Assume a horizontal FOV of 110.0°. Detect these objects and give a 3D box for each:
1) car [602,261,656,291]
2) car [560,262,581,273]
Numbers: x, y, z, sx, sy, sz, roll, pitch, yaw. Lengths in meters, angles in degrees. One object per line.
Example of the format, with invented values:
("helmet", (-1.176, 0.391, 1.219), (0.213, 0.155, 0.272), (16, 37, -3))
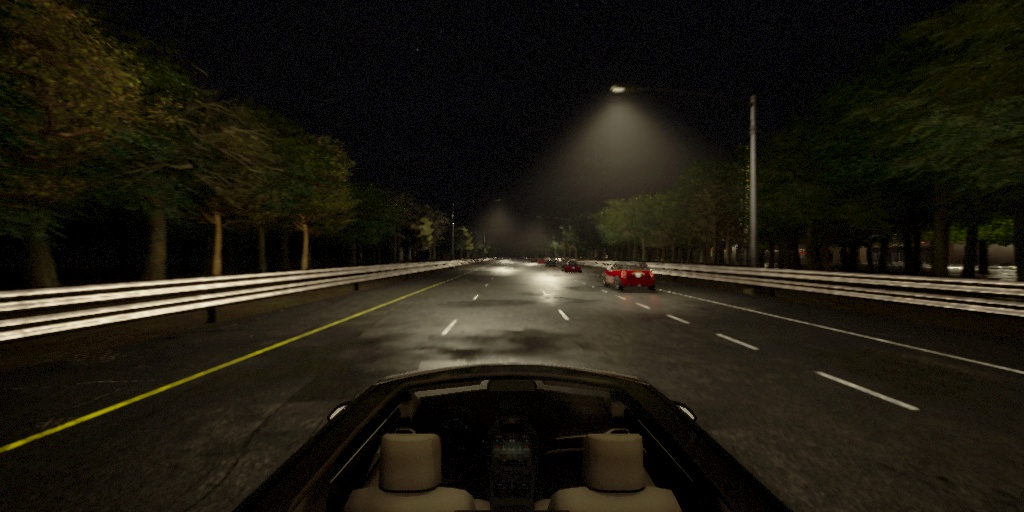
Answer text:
("car", (7.006, 1.108, 22.009), (2.097, 1.767, 4.553), (0, 0, 0))
("car", (7.025, 1.342, 43.079), (1.994, 1.385, 4.181), (0, 0, 0))
